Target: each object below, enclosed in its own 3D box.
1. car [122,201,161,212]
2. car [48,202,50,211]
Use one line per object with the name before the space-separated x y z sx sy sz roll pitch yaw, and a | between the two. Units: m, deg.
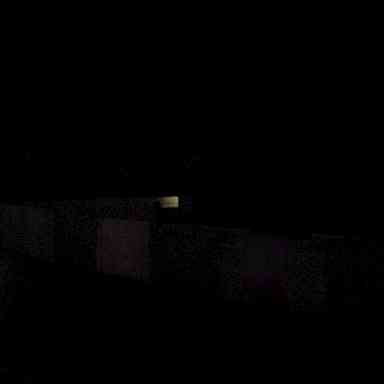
car | -5.040 1.261 30.762 1.882 1.535 5.008 -2 -1 36
car | -11.076 1.401 22.551 2.128 1.511 4.902 -2 -1 36
